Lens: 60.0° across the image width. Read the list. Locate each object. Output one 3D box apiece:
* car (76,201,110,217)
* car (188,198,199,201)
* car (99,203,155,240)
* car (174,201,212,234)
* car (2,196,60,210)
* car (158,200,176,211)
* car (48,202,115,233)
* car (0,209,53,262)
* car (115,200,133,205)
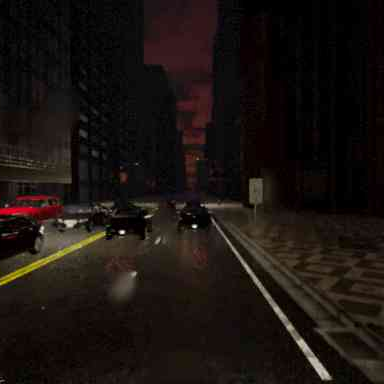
[{"bbox_3d":[-9.740,1.642,33.057,1.994,1.385,4.181,0,0,1],"label":"car"},{"bbox_3d":[0.194,1.550,44.657,1.882,1.535,5.008,0,0,0],"label":"car"},{"bbox_3d":[-3.117,1.545,17.300,1.837,1.490,4.892,0,0,0],"label":"car"},{"bbox_3d":[0.139,1.541,19.709,1.837,1.490,4.892,0,0,0],"label":"car"},{"bbox_3d":[-9.790,1.281,20.356,2.150,2.045,5.566,0,0,0],"label":"car"},{"bbox_3d":[-3.134,1.641,42.221,1.994,1.385,4.181,0,0,1],"label":"car"},{"bbox_3d":[-6.545,1.544,20.310,2.128,1.511,4.902,0,0,0],"label":"car"},{"bbox_3d":[-6.572,1.544,10.897,1.837,1.490,4.892,0,0,0],"label":"car"},{"bbox_3d":[-6.508,1.574,31.435,1.837,1.490,4.892,0,0,0],"label":"car"}]
